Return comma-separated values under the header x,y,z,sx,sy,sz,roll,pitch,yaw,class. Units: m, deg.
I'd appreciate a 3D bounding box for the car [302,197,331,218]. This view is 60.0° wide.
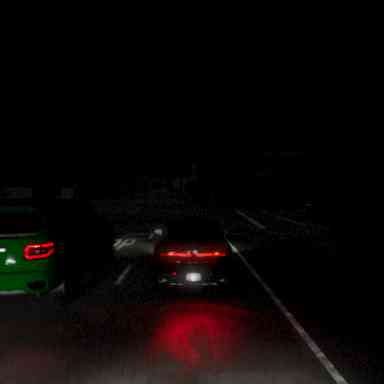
x,y,z,sx,sy,sz,roll,pitch,yaw,class
11.179,1.154,26.090,4.902,1.511,2.128,-1,0,-3,car

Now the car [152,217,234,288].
x,y,z,sx,sy,sz,roll,pitch,yaw,class
0.000,1.459,9.133,1.837,1.490,4.892,0,0,-1,car

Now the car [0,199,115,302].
x,y,z,sx,sy,sz,roll,pitch,yaw,class
-3.483,1.181,8.269,2.150,2.045,5.566,0,0,-1,car
